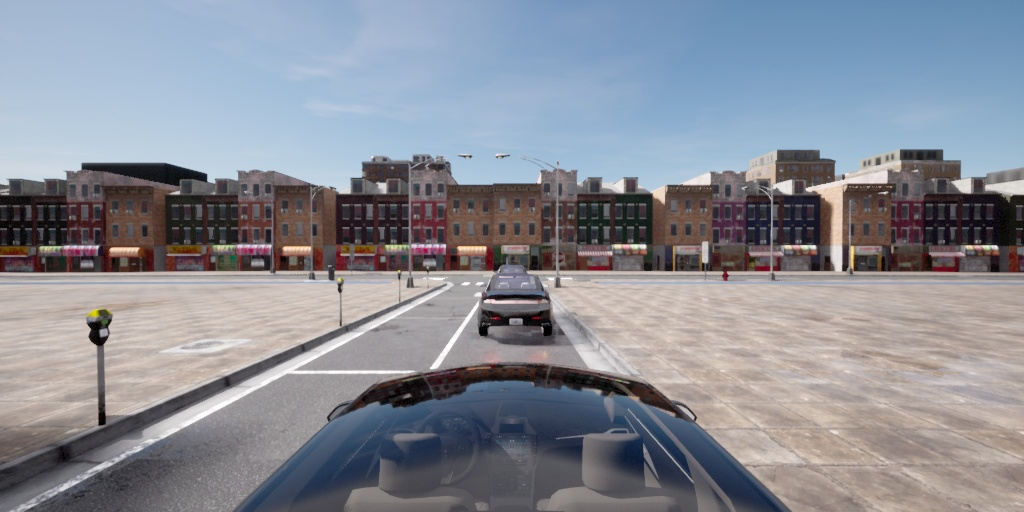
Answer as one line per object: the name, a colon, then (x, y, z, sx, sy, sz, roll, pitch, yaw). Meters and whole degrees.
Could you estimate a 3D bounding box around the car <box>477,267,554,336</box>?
car: (0.079, 1.240, 10.359, 2.128, 1.511, 4.902, 0, 0, 0)

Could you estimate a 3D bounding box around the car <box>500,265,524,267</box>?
car: (-0.013, 1.240, 20.263, 2.128, 1.511, 4.902, 0, 0, -2)
